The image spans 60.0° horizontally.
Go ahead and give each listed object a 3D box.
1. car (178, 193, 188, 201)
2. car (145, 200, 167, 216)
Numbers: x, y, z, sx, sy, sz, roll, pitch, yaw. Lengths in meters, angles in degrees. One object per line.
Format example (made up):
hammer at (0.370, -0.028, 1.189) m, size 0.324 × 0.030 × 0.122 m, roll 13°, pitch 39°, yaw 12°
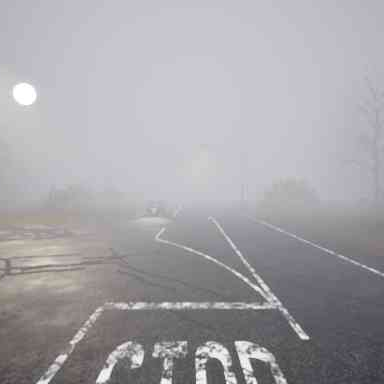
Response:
car at (-2.413, 1.259, 90.390) m, size 2.150 × 2.045 × 5.566 m, roll 0°, pitch 0°, yaw 7°
car at (-3.492, 1.535, 32.949) m, size 2.128 × 1.511 × 4.902 m, roll 0°, pitch 0°, yaw 0°
